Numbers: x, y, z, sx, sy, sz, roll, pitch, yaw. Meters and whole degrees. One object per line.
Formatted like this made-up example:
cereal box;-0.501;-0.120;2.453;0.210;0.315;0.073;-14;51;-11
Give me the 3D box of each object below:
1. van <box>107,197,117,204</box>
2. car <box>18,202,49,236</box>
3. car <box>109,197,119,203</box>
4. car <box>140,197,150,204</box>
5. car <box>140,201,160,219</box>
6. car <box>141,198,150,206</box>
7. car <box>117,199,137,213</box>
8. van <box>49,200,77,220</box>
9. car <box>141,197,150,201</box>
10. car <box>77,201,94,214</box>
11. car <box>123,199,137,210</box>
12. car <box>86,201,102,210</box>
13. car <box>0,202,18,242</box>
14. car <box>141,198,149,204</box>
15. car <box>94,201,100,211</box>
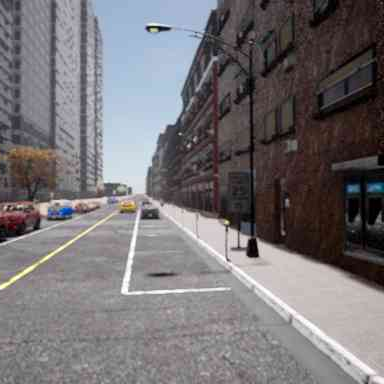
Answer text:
van;-20.001;2.138;81.578;1.690;1.788;3.998;0;-1;-9
car;-10.720;1.545;20.169;2.192;1.841;5.009;0;-1;-9
car;-21.688;2.205;92.745;2.192;1.841;5.009;1;-1;-9
car;-11.717;2.101;82.853;2.192;1.841;5.009;0;-1;-9
car;-4.125;1.881;32.603;2.008;1.369;4.403;0;-1;-9
car;-10.031;2.130;71.687;1.967;1.590;4.097;0;-1;-9
car;-8.515;1.926;44.152;1.882;1.535;5.008;0;-1;-8
van;-12.407;1.682;31.334;1.690;1.788;3.998;0;-1;-9
car;-9.187;2.081;66.105;1.967;1.590;4.097;0;-1;-9
car;-14.096;2.030;42.497;1.802;1.307;4.206;0;-1;-9
car;-10.072;2.019;54.243;1.882;1.535;5.008;0;0;-8
car;-15.784;2.133;53.663;1.802;1.307;4.206;0;-1;-9
car;-9.876;1.488;14.585;2.192;1.841;5.009;0;-1;-9
car;-12.563;2.378;88.436;1.887;1.381;4.507;0;-1;-9
car;-14.914;2.024;47.912;1.752;1.417;4.829;0;-1;-9
